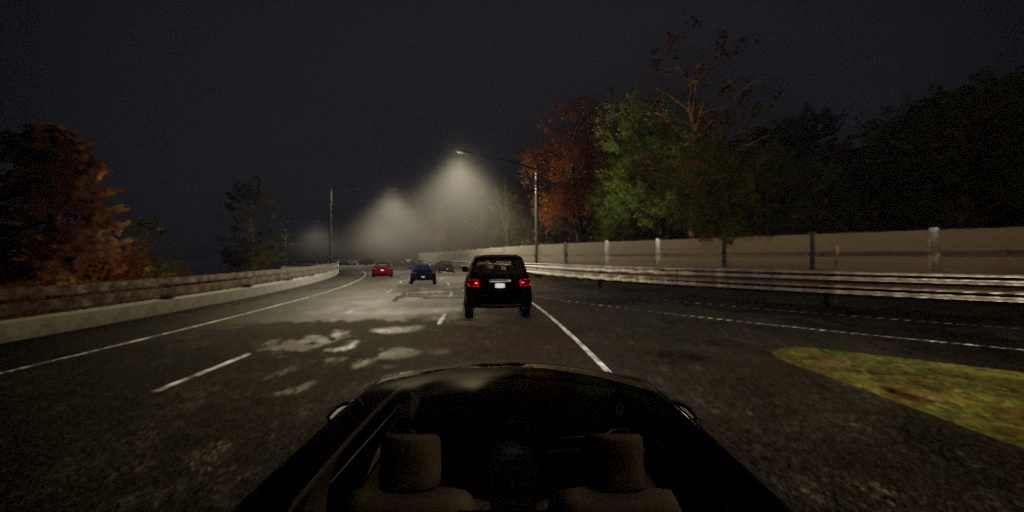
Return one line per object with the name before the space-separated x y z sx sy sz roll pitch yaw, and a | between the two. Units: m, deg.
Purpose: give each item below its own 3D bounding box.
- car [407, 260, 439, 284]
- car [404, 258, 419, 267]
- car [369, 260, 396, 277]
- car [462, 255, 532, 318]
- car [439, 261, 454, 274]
car | -6.807 1.302 27.540 1.812 1.442 4.674 0 0 -13
car | -15.655 1.311 58.128 1.837 1.490 4.892 0 -1 -30
car | -13.314 1.365 36.885 1.994 1.385 4.181 0 0 -19
car | -0.658 0.974 13.308 2.150 2.045 5.566 0 0 -6
car | -8.120 1.307 42.569 1.812 1.442 4.674 0 0 -22
